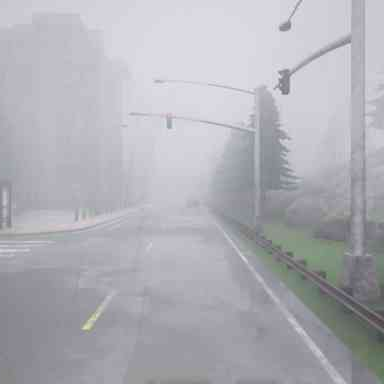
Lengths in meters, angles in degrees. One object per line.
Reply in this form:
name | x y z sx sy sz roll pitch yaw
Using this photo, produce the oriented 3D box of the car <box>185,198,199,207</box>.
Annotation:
car | 0.019 1.564 50.591 1.994 1.385 4.181 0 0 0
